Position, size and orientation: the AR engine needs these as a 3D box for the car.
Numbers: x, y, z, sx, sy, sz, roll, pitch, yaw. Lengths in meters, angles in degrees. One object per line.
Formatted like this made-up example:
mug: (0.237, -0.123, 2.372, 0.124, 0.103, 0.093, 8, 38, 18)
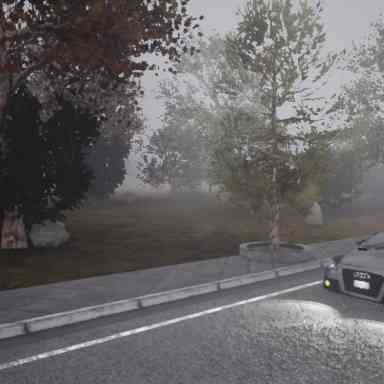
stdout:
car: (4.799, 1.549, 7.383, 4.181, 1.385, 1.994, 0, 0, -35)
